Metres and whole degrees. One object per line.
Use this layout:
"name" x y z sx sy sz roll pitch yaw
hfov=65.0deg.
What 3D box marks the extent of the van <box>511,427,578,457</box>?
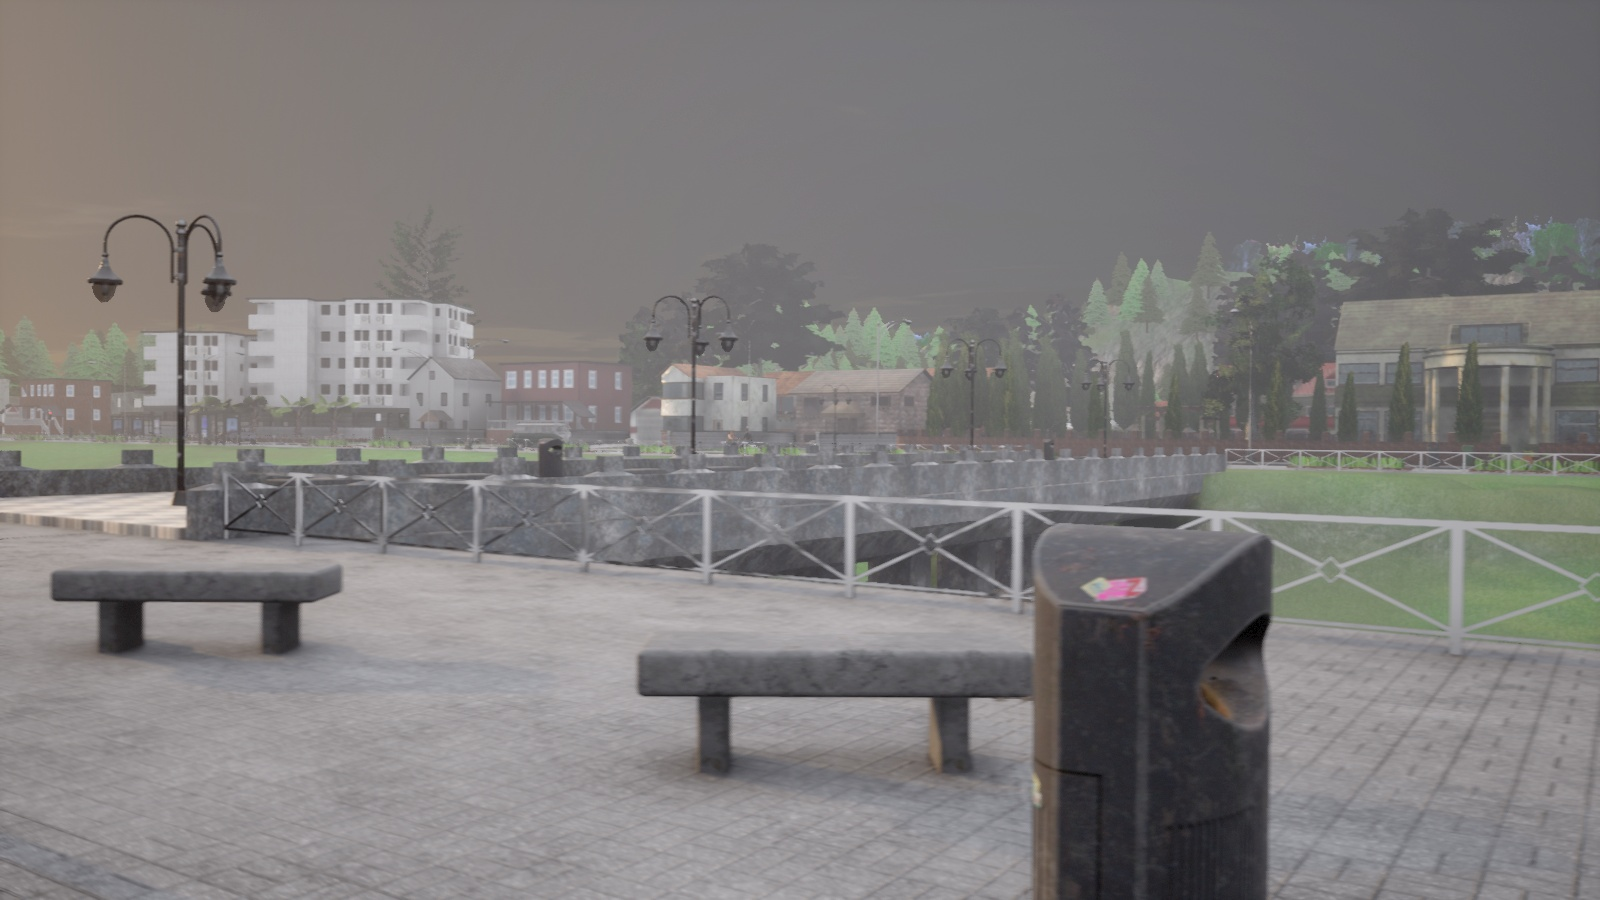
"van" -17.308 -0.519 84.967 4.442 1.987 1.775 0 1 34
